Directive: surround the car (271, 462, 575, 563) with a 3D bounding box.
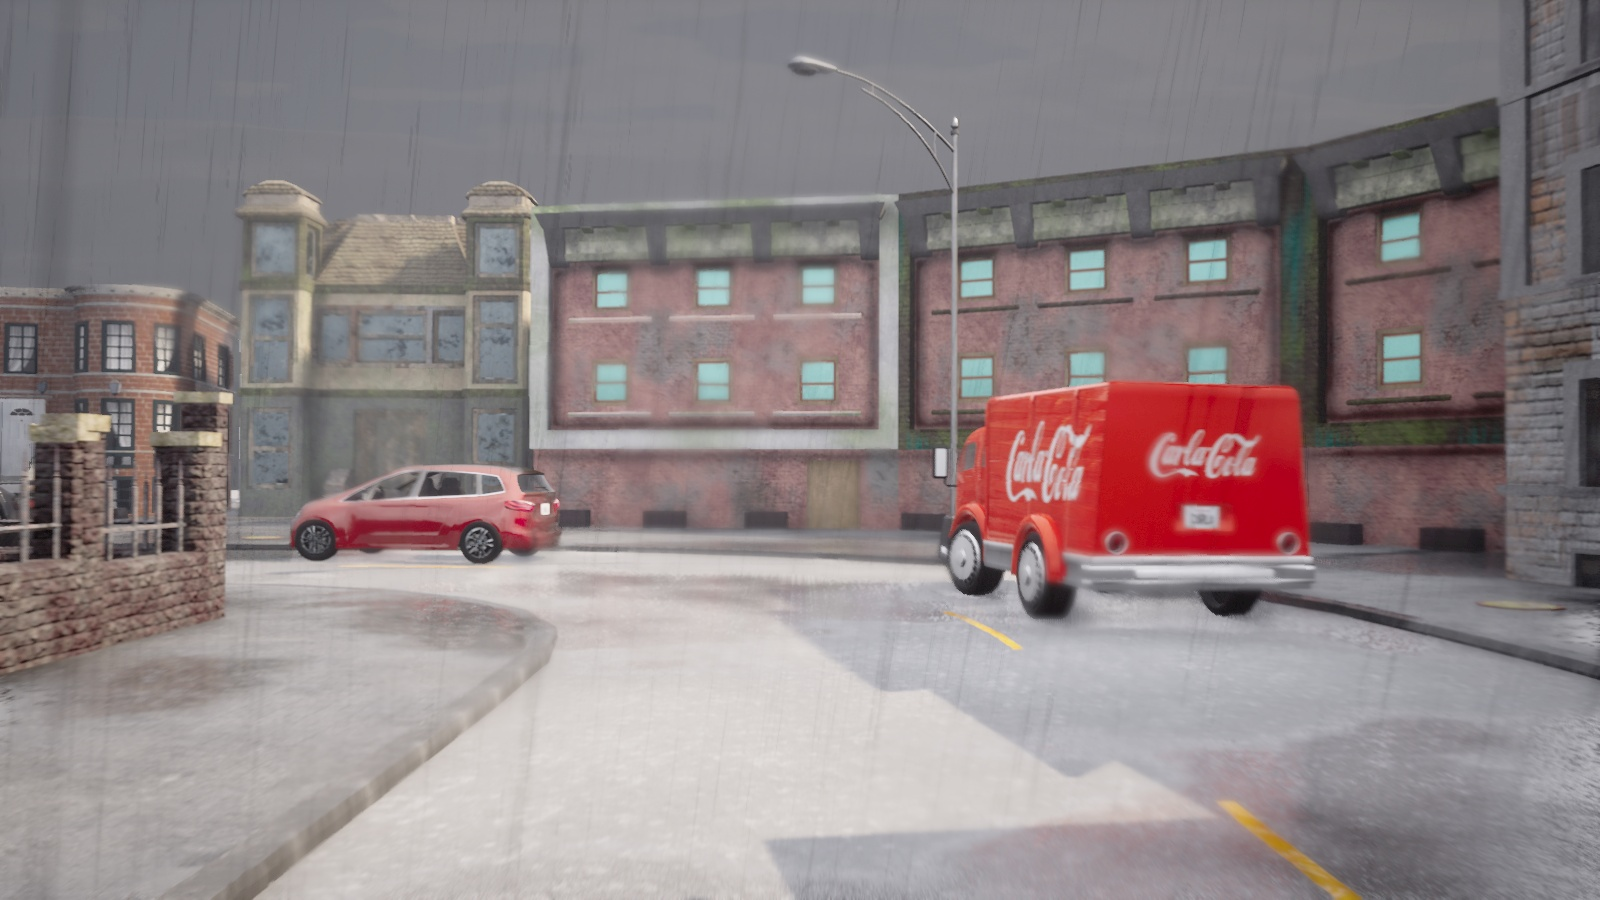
[{"bbox_3d":[-6.544,1.056,22.091,4.611,1.667,2.242,0,-1,9],"label":"car"}]

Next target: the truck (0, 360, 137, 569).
[{"bbox_3d":[-16.490,0.271,22.249,7.936,3.462,2.891,0,-1,-1],"label":"truck"}]

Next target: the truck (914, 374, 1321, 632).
[{"bbox_3d":[3.378,0.564,14.819,2.627,2.467,5.204,1,-1,-12],"label":"truck"}]
